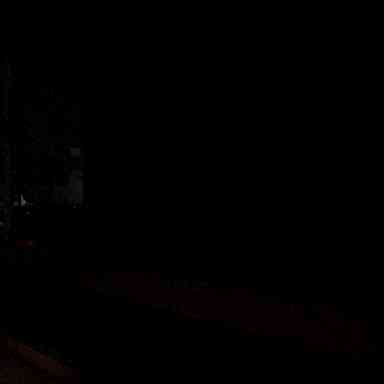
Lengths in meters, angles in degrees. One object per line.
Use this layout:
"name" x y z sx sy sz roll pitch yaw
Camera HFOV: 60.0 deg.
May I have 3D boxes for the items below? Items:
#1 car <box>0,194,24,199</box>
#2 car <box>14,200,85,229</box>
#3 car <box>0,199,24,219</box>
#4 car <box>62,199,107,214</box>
"car" -16.963 1.221 28.169 2.150 2.045 5.566 0 0 35
"car" -8.414 1.491 21.708 2.128 1.511 4.902 0 0 35
"car" -13.128 1.526 27.613 1.812 1.442 4.674 0 0 34
"car" -11.613 1.526 36.329 1.812 1.442 4.674 0 0 31
